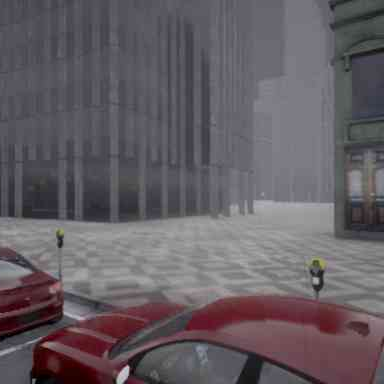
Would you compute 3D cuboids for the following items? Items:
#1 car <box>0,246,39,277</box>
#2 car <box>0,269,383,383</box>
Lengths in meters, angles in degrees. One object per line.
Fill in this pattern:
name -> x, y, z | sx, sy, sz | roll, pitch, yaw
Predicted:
car -> -3.918, 1.582, 5.763 | 4.206, 1.307, 1.802 | 0, 0, 36
car -> 0.488, 1.545, 2.619 | 4.507, 1.381, 1.887 | 0, 0, 36
